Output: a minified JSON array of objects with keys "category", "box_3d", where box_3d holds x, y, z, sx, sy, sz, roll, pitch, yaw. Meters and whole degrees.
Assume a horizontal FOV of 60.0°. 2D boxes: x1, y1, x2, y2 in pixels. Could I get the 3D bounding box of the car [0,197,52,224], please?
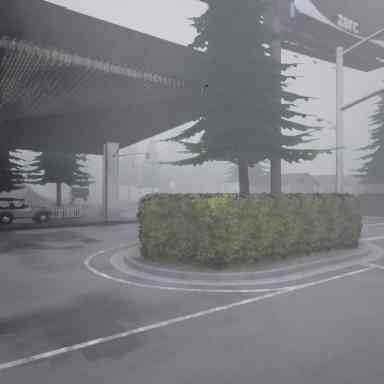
[{"category":"car","box_3d":[-12.063,1.313,23.421,3.866,1.878,1.905,0,0,-36]}]
